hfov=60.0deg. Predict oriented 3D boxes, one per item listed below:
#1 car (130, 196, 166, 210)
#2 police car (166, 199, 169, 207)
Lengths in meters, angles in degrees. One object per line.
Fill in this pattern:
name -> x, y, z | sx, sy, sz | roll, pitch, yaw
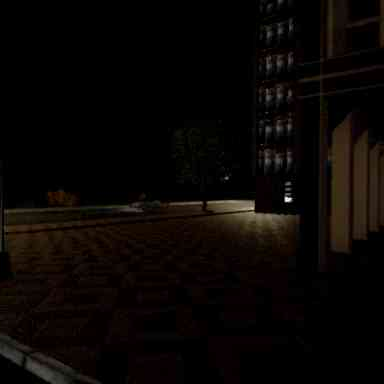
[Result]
car -> -6.108, 1.582, 44.472 | 1.812, 1.442, 4.674 | 1, 1, 38
police car -> -5.637, 1.440, 50.186 | 1.930, 1.638, 5.238 | 1, 1, 38
